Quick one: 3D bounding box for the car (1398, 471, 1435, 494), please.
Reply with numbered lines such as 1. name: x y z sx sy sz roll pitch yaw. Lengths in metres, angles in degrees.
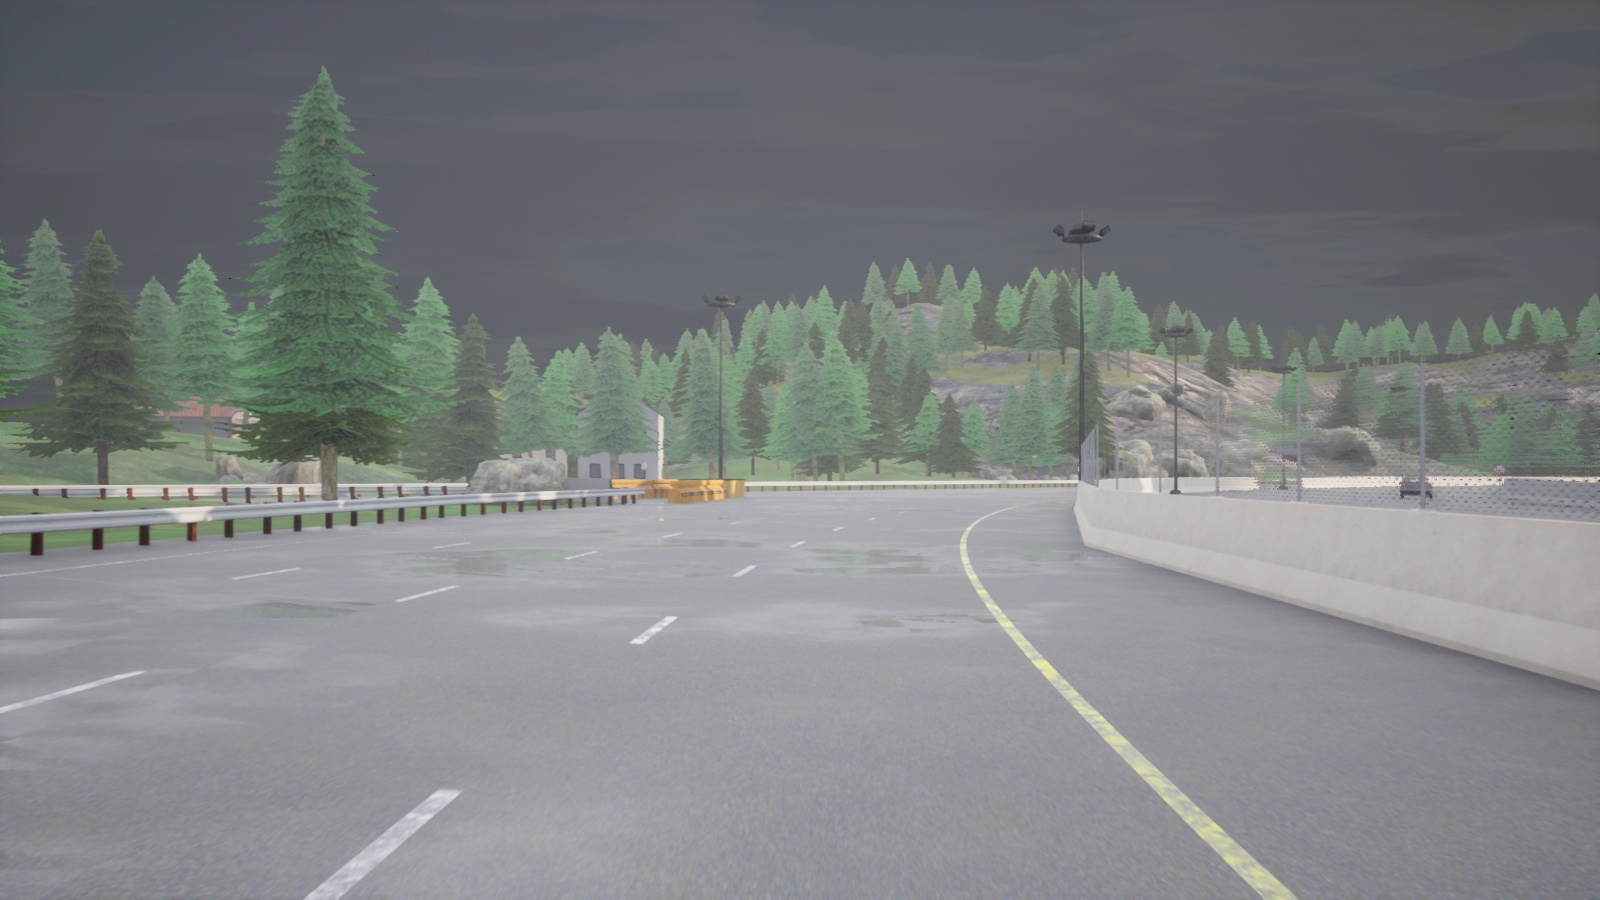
1. car: 39.088 2.041 79.586 2.033 1.411 5.357 -1 -1 26
